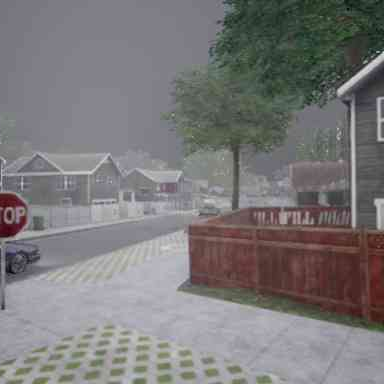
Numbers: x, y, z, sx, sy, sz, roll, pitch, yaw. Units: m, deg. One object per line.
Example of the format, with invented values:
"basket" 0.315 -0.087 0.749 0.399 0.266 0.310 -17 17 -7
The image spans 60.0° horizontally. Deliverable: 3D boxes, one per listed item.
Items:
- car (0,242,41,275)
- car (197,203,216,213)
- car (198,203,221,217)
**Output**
"car" -6.381 1.714 8.430 2.033 1.411 5.357 -1 -1 15
"car" 2.257 2.332 49.818 1.994 1.385 4.181 0 -1 16
"car" 2.168 2.181 39.173 1.994 1.385 4.181 0 -1 15
